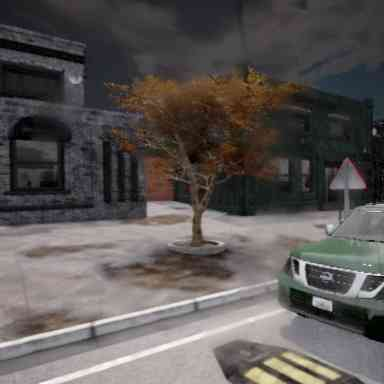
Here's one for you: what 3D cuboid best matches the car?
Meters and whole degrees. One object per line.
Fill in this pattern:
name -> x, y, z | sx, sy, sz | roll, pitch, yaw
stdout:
car -> 4.087, 1.220, 6.287 | 5.566, 2.045, 2.150 | 0, 0, -35
